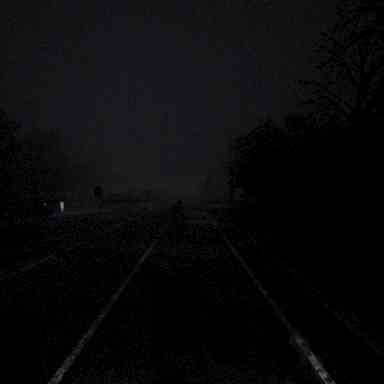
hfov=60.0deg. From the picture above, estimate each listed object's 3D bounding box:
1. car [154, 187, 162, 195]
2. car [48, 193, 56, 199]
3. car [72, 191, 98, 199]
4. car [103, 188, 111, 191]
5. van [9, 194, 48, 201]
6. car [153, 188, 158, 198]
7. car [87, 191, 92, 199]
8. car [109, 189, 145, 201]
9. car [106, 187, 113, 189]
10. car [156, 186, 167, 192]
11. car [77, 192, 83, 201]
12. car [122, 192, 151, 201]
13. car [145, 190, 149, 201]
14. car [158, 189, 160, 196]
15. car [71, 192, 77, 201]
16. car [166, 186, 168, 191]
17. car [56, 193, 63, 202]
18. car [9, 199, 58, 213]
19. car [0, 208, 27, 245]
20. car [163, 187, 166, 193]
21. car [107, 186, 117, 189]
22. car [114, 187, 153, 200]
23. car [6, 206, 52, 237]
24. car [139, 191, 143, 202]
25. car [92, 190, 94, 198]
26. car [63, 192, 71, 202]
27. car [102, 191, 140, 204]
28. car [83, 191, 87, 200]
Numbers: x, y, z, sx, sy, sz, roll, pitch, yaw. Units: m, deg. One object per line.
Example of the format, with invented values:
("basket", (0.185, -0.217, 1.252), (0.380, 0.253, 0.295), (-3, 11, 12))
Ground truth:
("car", (-10.041, 0.331, 77.247), (4.553, 1.767, 2.185), (0, 2, 0))
("car", (-23.258, 0.983, 49.268), (4.674, 1.452, 2.002), (0, 0, 0))
("car", (-23.116, 0.626, 71.704), (4.892, 1.521, 2.231), (0, 1, 0))
("car", (-22.888, 0.354, 79.934), (5.366, 1.575, 1.946), (0, 2, 0))
("van", (-23.145, 0.725, 46.593), (4.442, 1.987, 1.878), (1, 0, 0))
("car", (-10.028, 0.577, 68.888), (4.553, 1.767, 2.185), (0, 1, 0))
("car", (-23.151, 0.766, 65.998), (5.008, 1.535, 2.097), (0, 1, 0))
("car", (-10.189, 0.815, 52.170), (4.553, 1.767, 2.185), (0, 0, 0))
("car", (-23.063, 0.249, 82.722), (5.008, 1.535, 2.097), (0, 2, 0))
("car", (-9.938, 0.006, 88.388), (5.008, 1.535, 2.097), (0, 3, 0))
("car", (-23.374, 0.861, 60.553), (5.366, 1.575, 1.946), (0, 1, 0))
("car", (-10.102, 0.869, 60.532), (4.892, 1.521, 2.231), (0, 1, 0))
("car", (-10.136, 0.926, 54.949), (5.008, 1.535, 2.097), (0, 1, 0))
("car", (-10.013, 0.658, 71.679), (4.792, 1.488, 2.163), (0, 2, 0))
("car", (-23.391, 0.894, 57.758), (5.366, 1.575, 1.946), (0, 1, 0))
("car", (-9.908, -0.227, 93.956), (4.674, 1.452, 2.002), (0, 3, 0))
("car", (-23.242, 0.976, 52.053), (4.674, 1.452, 2.002), (0, 0, 0))
("car", (-13.506, 1.611, 26.906), (1.895, 1.301, 4.718), (1, 3, 19))
("car", (-10.099, 1.578, 14.010), (5.008, 1.535, 2.097), (0, 0, 0))
("car", (-9.954, 0.131, 85.601), (5.008, 1.535, 2.097), (0, 2, 0))
("car", (-23.069, -0.118, 85.498), (5.566, 2.045, 2.435), (0, 2, 0))
("car", (-10.154, 0.650, 57.741), (5.566, 2.045, 2.435), (0, 1, 0))
("car", (-10.050, 1.621, 16.786), (4.792, 1.488, 2.163), (0, 0, 0))
("car", (-10.204, 0.977, 49.384), (4.792, 1.488, 2.163), (0, 0, 0))
("car", (-23.134, 0.702, 68.788), (5.008, 1.535, 2.097), (0, 1, 0))
("car", (-23.250, 0.950, 54.965), (4.792, 1.488, 2.163), (0, 0, 0))
("car", (-10.162, 0.984, 46.600), (4.792, 1.488, 2.163), (0, 0, 0))
("car", (-23.144, 0.852, 63.208), (4.792, 1.488, 2.163), (0, 1, 0))
